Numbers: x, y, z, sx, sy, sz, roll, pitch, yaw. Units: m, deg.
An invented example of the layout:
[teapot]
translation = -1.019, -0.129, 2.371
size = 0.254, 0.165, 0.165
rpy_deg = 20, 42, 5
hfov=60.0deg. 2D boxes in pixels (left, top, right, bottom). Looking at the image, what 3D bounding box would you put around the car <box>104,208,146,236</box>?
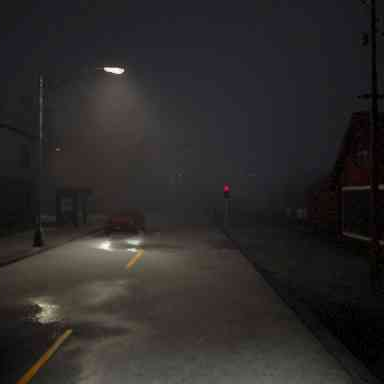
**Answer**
[car]
translation = -4.056, 1.766, 20.815
size = 1.882, 1.535, 5.008
rpy_deg = 0, -1, 0
